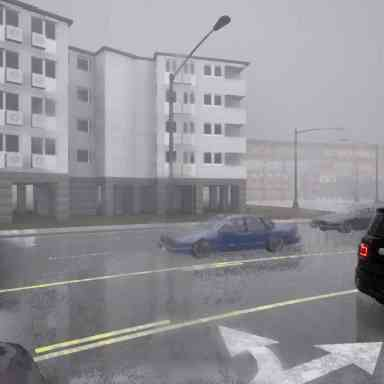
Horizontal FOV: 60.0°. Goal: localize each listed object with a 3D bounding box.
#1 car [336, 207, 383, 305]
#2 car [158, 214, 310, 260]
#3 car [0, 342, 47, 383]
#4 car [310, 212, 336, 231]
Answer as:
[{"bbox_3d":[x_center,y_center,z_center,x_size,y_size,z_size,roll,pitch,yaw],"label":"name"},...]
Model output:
[{"bbox_3d":[5.697,1.221,6.288,5.566,2.045,2.150,0,0,-23],"label":"car"},{"bbox_3d":[1.498,1.547,12.417,5.357,1.411,2.033,0,0,-24],"label":"car"},{"bbox_3d":[-3.318,1.547,1.238,5.357,1.411,2.033,0,0,-37],"label":"car"},{"bbox_3d":[9.424,1.547,18.830,5.357,1.411,2.033,0,0,-16],"label":"car"}]
